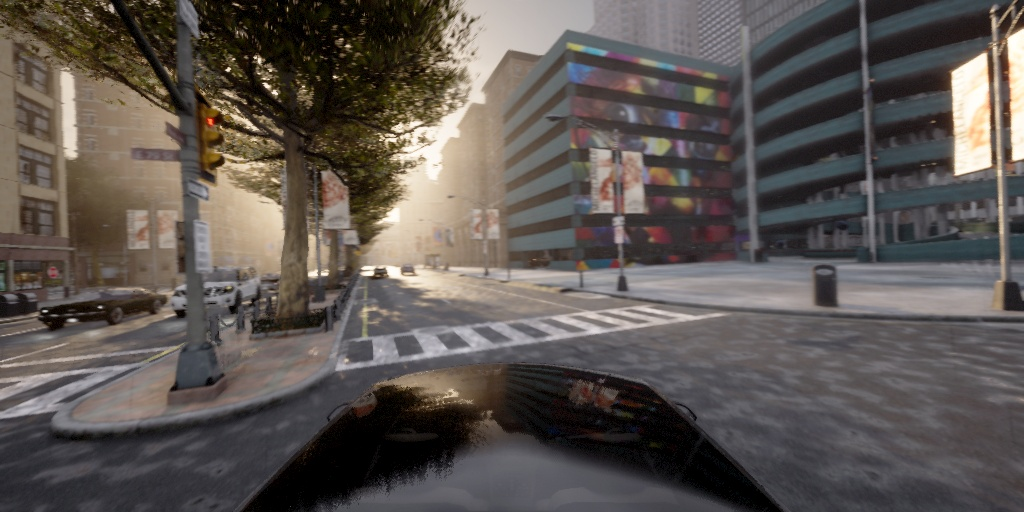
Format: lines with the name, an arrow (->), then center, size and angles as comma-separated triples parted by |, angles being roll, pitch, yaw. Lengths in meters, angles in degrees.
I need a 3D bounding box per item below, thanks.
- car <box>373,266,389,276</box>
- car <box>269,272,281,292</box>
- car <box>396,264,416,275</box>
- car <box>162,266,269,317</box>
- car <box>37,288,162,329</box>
car -> -18.084, 2.030, 49.342 | 1.994, 1.385, 4.181 | -2, 0, -22
car -> -17.634, 1.967, 26.579 | 2.128, 1.511, 4.902 | -2, 0, -22
car -> -14.674, 1.844, 50.227 | 1.812, 1.442, 4.674 | -2, 0, -22
car -> -13.941, 1.550, 17.346 | 2.150, 2.045, 5.566 | -2, 0, -22
car -> -16.762, 2.054, 15.032 | 1.895, 1.301, 4.718 | -2, 0, -22
